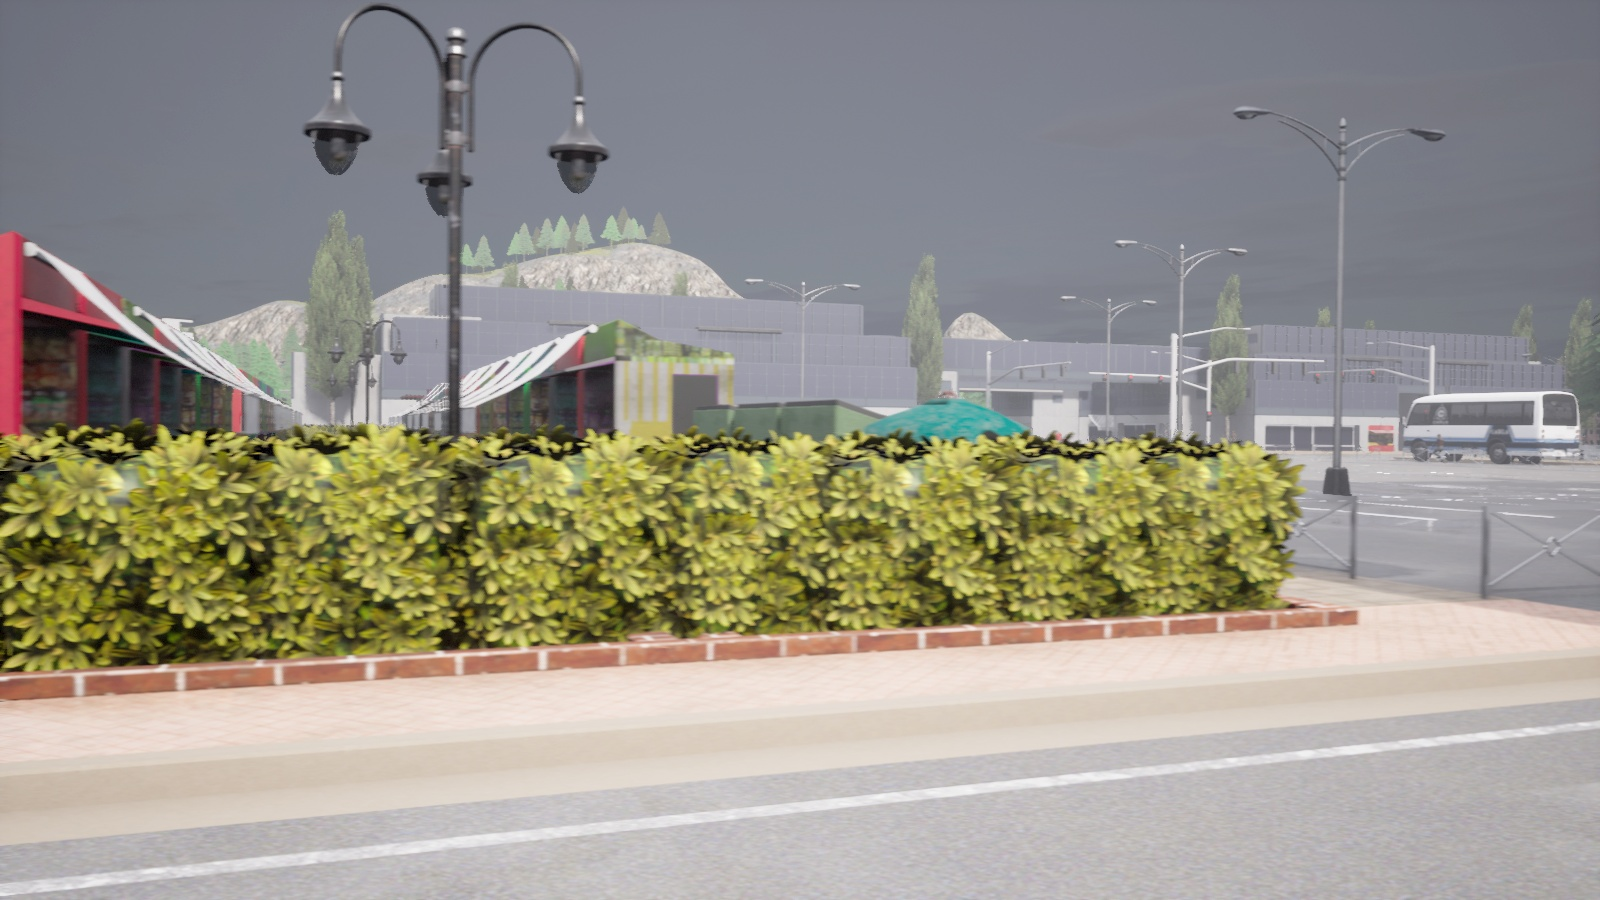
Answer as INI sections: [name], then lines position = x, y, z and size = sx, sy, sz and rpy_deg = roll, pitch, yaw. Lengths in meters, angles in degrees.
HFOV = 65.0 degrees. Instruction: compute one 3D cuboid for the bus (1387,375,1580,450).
[bus]
position = 41.403, -2.218, 76.631
size = 3.944, 4.253, 10.273
rpy_deg = -1, 1, -21
